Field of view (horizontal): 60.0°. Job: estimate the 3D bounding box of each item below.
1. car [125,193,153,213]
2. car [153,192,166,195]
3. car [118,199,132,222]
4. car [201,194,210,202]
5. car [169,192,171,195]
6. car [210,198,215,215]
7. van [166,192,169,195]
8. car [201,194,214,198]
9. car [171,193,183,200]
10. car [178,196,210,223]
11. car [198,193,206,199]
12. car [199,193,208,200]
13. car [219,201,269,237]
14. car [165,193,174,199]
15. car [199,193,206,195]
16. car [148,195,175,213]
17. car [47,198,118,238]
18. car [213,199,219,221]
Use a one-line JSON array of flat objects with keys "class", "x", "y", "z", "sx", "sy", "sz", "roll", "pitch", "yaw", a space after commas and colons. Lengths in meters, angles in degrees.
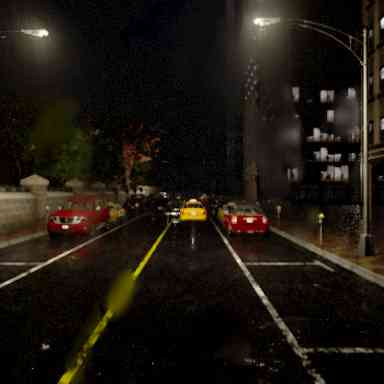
[{"class": "car", "x": -5.686, "y": 1.156, "z": 34.492, "sx": 2.192, "sy": 1.841, "sz": 5.009, "roll": 1, "pitch": 0, "yaw": 0}, {"class": "car", "x": -5.688, "y": 1.066, "z": 50.810, "sx": 2.192, "sy": 1.841, "sz": 5.009, "roll": 1, "pitch": 0, "yaw": 0}, {"class": "car", "x": -5.687, "y": 1.424, "z": 22.957, "sx": 1.752, "sy": 1.417, "sz": 4.829, "roll": 1, "pitch": 0, "yaw": 0}, {"class": "car", "x": 2.689, "y": 1.175, "z": 67.776, "sx": 1.752, "sy": 1.417, "sz": 4.829, "roll": 1, "pitch": 0, "yaw": 0}, {"class": "car", "x": -5.690, "y": 0.897, "z": 78.879, "sx": 2.192, "sy": 1.841, "sz": 5.009, "roll": 1, "pitch": 0, "yaw": 0}, {"class": "car", "x": 2.692, "y": 1.435, "z": 28.766, "sx": 1.947, "sy": 1.339, "sz": 4.313, "roll": 1, "pitch": 0, "yaw": 0}, {"class": "van", "x": -5.689, "y": 1.026, "z": 62.037, "sx": 1.690, "sy": 1.788, "sz": 3.998, "roll": 1, "pitch": 0, "yaw": 0}, {"class": "car", "x": 2.690, "y": 1.333, "z": 50.754, "sx": 1.802, "sy": 1.307, "sz": 4.206, "roll": 1, "pitch": 0, "yaw": 0}, {"class": "car", "x": -3.011, "y": 1.105, "z": 74.215, "sx": 2.128, "sy": 1.511, "sz": 4.902, "roll": 0, "pitch": 0, "yaw": 0}, {"class": "car", "x": 0.097, "y": 1.350, "z": 24.088, "sx": 1.801, "sy": 1.575, "sz": 5.366, "roll": 0, "pitch": 0, "yaw": 0}, {"class": "car", "x": 2.686, "y": 1.050, "z": 90.075, "sx": 1.887, "sy": 1.381, "sz": 4.507, "roll": 1, "pitch": 0, "yaw": 0}, {"class": "car", "x": 2.688, "y": 1.021, "z": 78.840, "sx": 1.967, "sy": 1.590, "sz": 4.097, "roll": 1, "pitch": 0, "yaw": 0}, {"class": "car", "x": 2.695, "y": 1.364, "z": 17.405, "sx": 1.967, "sy": 1.590, "sz": 4.097, "roll": 1, "pitch": 0, "yaw": 0}, {"class": "car", "x": -5.694, "y": 1.089, "z": 84.495, "sx": 1.887, "sy": 1.381, "sz": 4.507, "roll": 1, "pitch": 0, "yaw": 0}, {"class": "car", "x": 2.691, "y": 1.158, "z": 56.370, "sx": 1.967, "sy": 1.590, "sz": 4.097, "roll": 1, "pitch": 0, "yaw": 0}, {"class": "car", "x": -3.102, "y": 1.345, "z": 34.558, "sx": 1.837, "sy": 1.490, "sz": 4.892, "roll": 0, "pitch": 0, "yaw": 0}, {"class": "car", "x": -5.684, "y": 1.240, "z": 17.445, "sx": 2.192, "sy": 1.841, "sz": 5.009, "roll": 1, "pitch": 0, "yaw": 0}, {"class": "car", "x": 2.693, "y": 1.422, "z": 23.256, "sx": 1.752, "sy": 1.417, "sz": 4.829, "roll": 1, "pitch": 0, "yaw": 0}]
